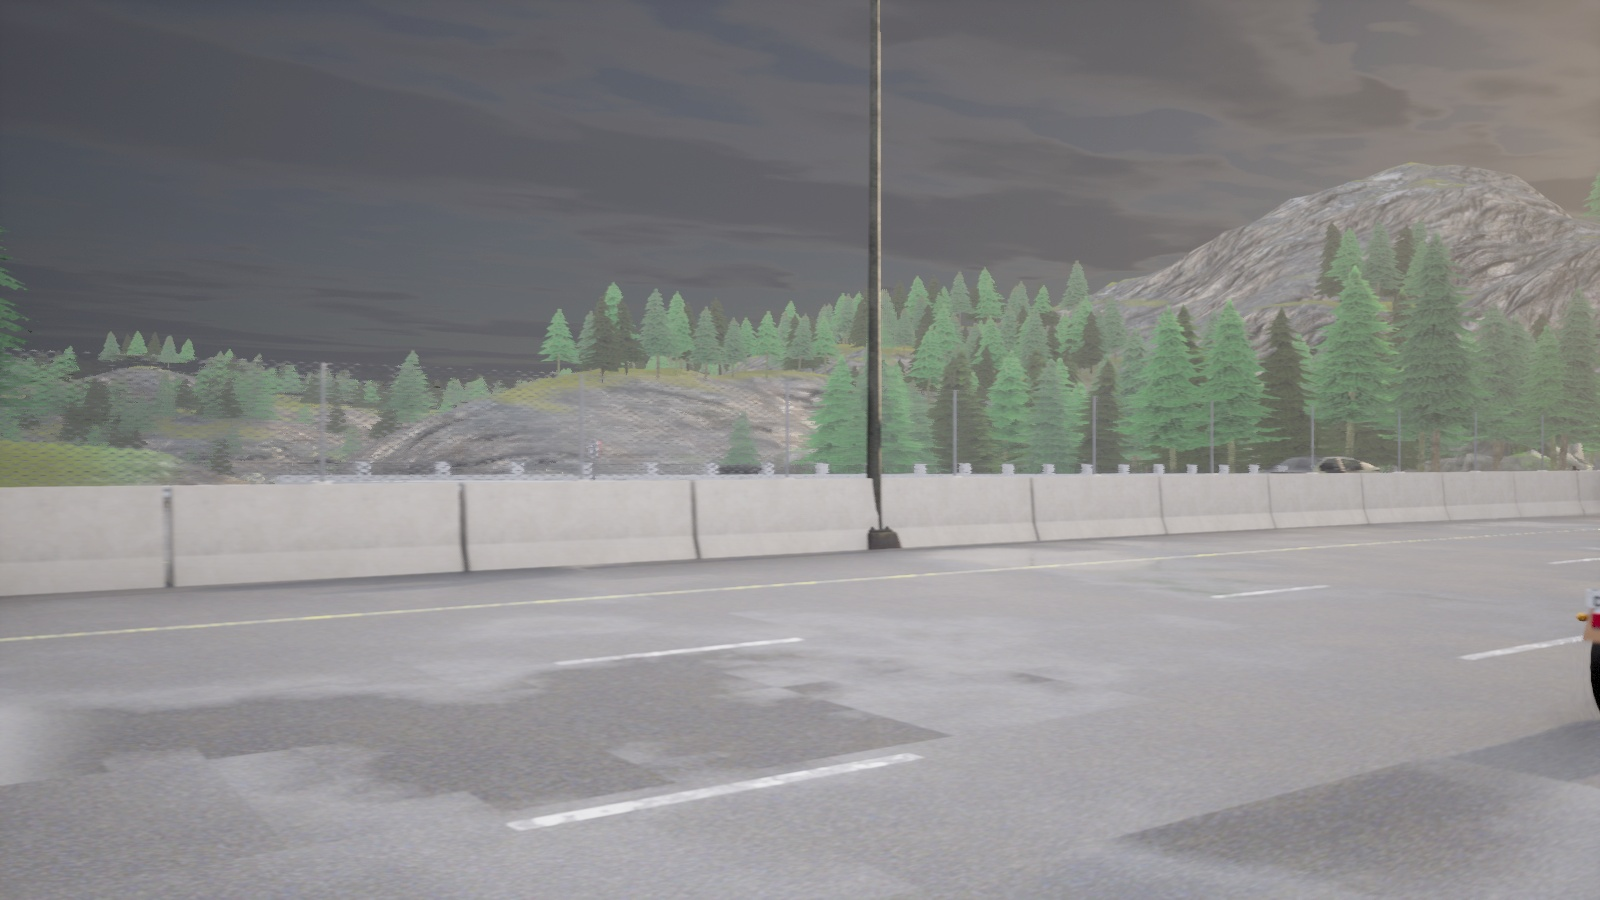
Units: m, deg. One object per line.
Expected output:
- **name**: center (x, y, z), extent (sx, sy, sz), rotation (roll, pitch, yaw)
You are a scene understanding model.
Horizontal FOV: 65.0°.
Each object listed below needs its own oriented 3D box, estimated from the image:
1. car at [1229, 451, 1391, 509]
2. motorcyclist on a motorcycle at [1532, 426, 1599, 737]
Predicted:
- **car**: center (14.184, 0.807, 34.856), extent (4.514, 1.525, 2.007), rotation (0, 0, -35)
- **motorcyclist on a motorcycle**: center (5.234, 0.702, 7.303), extent (2.350, 1.649, 0.766), rotation (0, 0, -35)
